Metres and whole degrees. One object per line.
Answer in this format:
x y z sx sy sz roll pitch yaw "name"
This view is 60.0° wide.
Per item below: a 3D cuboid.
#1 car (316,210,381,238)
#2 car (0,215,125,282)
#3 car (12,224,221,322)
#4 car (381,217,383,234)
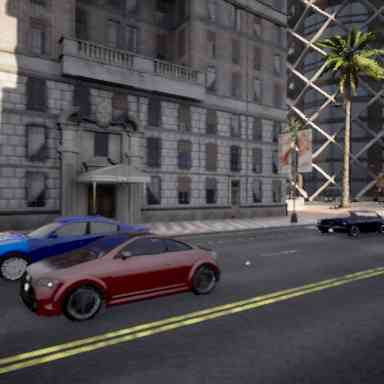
9.090 1.701 18.564 4.718 1.301 1.895 0 0 -33 "car"
-3.618 1.490 9.976 5.008 1.535 1.882 0 0 -34 "car"
-1.399 1.578 7.265 4.181 1.385 1.994 0 0 -35 "car"
11.216 1.665 15.773 4.181 1.385 1.994 0 0 -33 "car"
